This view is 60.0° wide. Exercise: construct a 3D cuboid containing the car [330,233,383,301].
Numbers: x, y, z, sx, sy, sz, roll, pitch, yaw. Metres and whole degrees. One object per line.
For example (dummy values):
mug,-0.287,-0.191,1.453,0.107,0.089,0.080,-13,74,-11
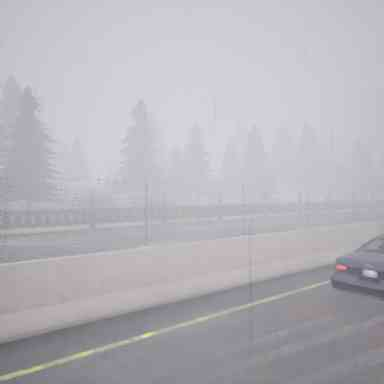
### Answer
car,5.465,1.636,7.978,5.357,1.411,2.033,0,-1,-37
